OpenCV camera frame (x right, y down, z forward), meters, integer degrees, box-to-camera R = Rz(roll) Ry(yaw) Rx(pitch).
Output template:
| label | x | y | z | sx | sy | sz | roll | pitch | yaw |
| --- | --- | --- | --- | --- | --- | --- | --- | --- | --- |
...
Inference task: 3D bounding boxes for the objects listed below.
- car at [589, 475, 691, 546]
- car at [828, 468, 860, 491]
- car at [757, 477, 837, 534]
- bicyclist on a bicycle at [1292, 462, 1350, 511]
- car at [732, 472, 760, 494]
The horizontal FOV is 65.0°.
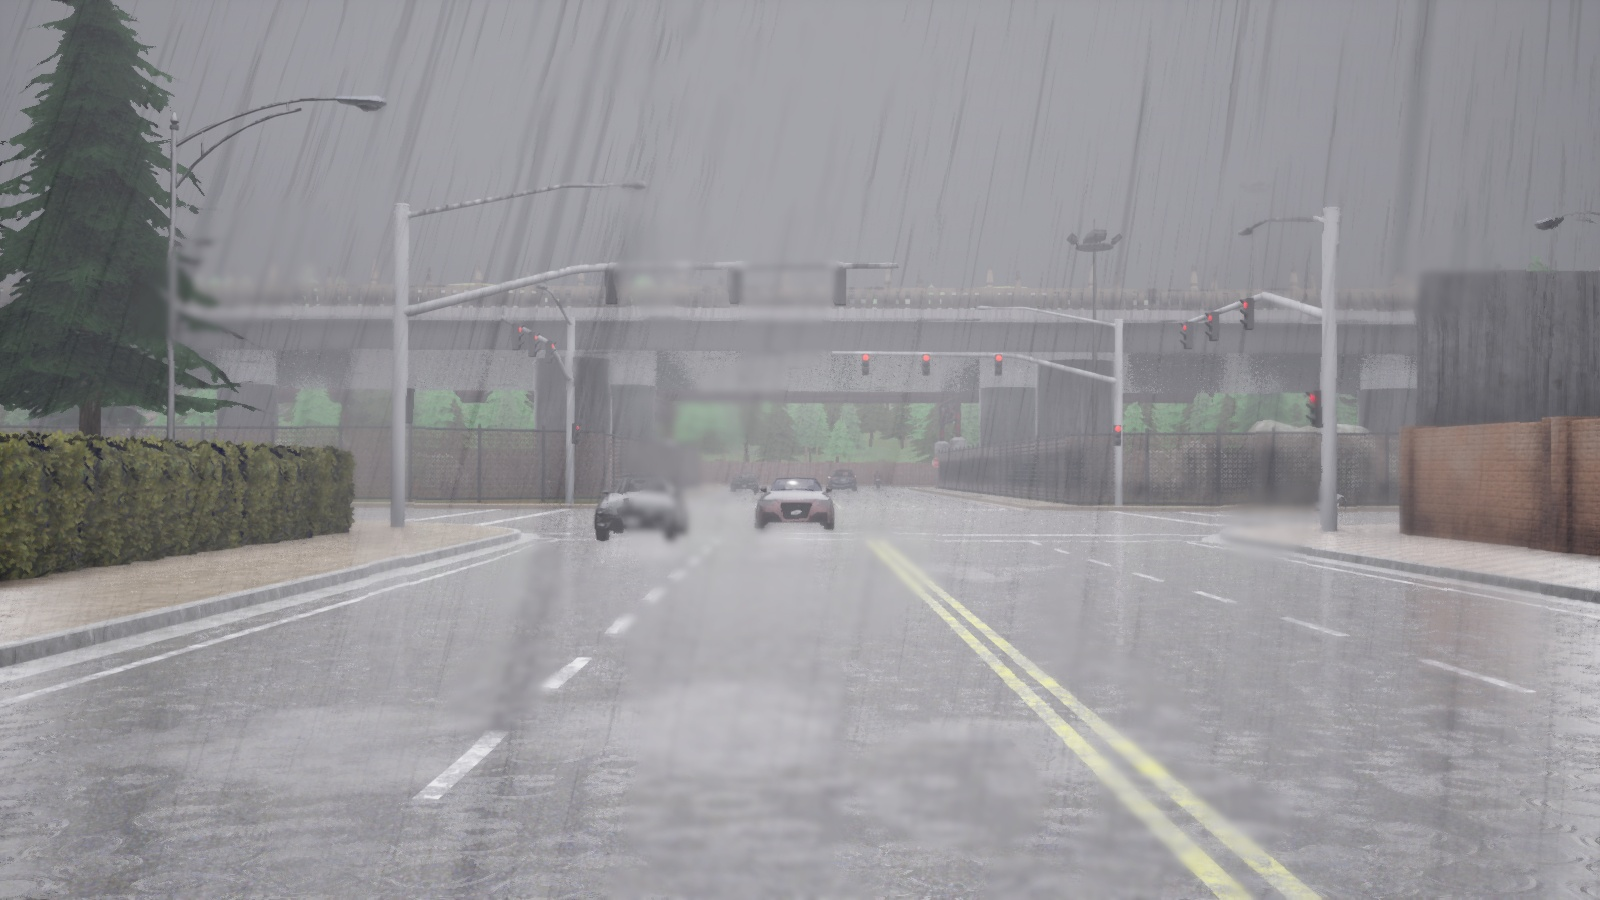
| label | x | y | z | sx | sy | sz | roll | pitch | yaw |
| --- | --- | --- | --- | --- | --- | --- | --- | --- | --- |
| car | -3.572 | 1.323 | 28.763 | 1.816 | 1.474 | 4.193 | 0 | -1 | 0 |
| car | 3.262 | 2.233 | 94.807 | 2.242 | 1.667 | 4.611 | 0 | -1 | 0 |
| car | -0.083 | 1.414 | 33.292 | 1.994 | 1.385 | 4.181 | 0 | -1 | 0 |
| bicyclist on a bicycle | 18.956 | 1.319 | 45.688 | 1.843 | 1.776 | 0.659 | 0 | -1 | 0 |
| car | -3.717 | 2.303 | 87.168 | 1.816 | 1.474 | 4.193 | 0 | -1 | 0 |
